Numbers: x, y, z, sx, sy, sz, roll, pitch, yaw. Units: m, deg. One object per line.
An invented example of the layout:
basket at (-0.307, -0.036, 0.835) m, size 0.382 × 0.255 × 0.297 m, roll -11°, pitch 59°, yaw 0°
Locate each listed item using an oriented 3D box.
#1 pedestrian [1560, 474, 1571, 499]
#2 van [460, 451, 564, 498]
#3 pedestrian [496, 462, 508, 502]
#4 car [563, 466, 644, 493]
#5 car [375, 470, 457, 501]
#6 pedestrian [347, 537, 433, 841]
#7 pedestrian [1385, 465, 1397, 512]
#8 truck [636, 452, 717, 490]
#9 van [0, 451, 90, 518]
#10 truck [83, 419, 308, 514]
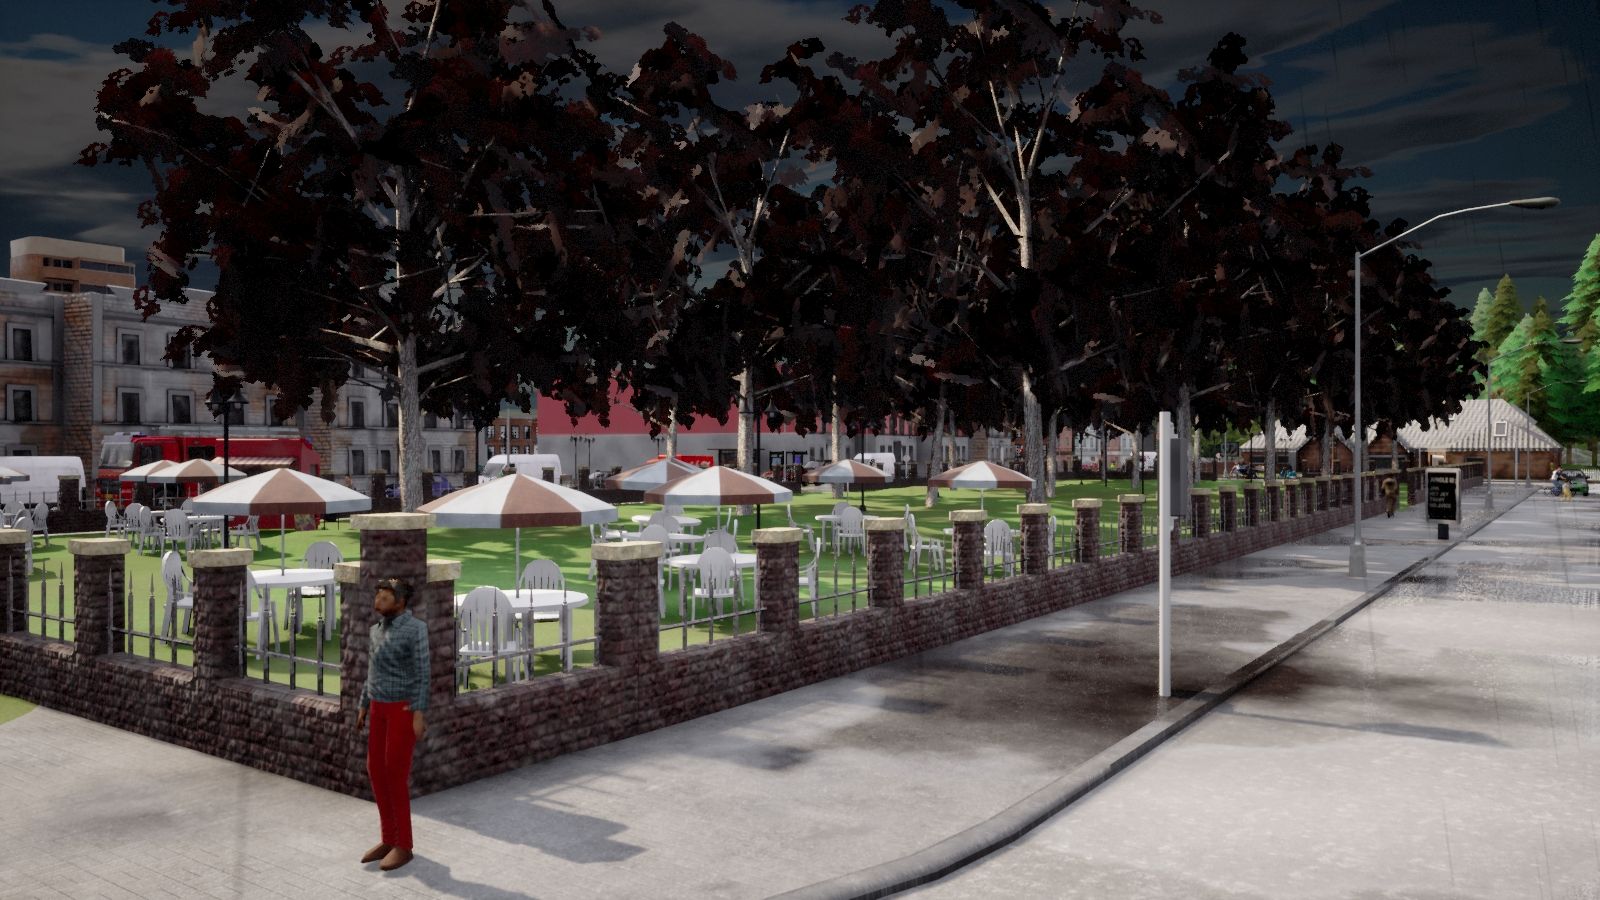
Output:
pedestrian at (40.401, 1.908, 60.316) m, size 0.375 × 1.300 × 0.375 m, roll 0°, pitch 0°, yaw -34°
van at (-16.329, 1.314, 65.083) m, size 1.988 × 2.561 × 5.915 m, roll 0°, pitch 0°, yaw 35°
pedestrian at (-14.165, 1.523, 54.346) m, size 0.375 × 1.860 × 0.375 m, roll 0°, pitch 0°, yaw 35°
car at (-12.166, 1.814, 71.050) m, size 2.097 × 1.535 × 5.006 m, roll 0°, pitch 0°, yaw 35°
car at (-20.045, 1.818, 59.739) m, size 1.845 × 1.501 × 3.633 m, roll 0°, pitch 0°, yaw 35°
pedestrian at (-2.655, 1.517, 7.406) m, size 0.375 × 1.860 × 0.375 m, roll 0°, pitch 0°, yaw 36°
pedestrian at (23.358, 1.525, 45.183) m, size 0.375 × 1.860 × 0.375 m, roll 0°, pitch 0°, yaw 35°
truck at (-8.233, 1.348, 76.671) m, size 2.627 × 2.467 × 5.204 m, roll 0°, pitch 0°, yaw 35°
van at (-31.021, 1.314, 44.007) m, size 1.988 × 2.561 × 5.915 m, roll 0°, pitch 0°, yaw 35°
truck at (-26.598, 0.670, 50.778) m, size 2.891 × 3.827 × 8.468 m, roll 0°, pitch 0°, yaw 35°
